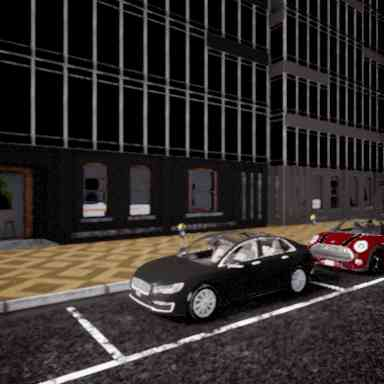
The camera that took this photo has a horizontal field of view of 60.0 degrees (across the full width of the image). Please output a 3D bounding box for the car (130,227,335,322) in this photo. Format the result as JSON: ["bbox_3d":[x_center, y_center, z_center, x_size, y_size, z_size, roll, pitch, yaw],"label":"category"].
[{"bbox_3d":[0.837,1.561,7.158,4.403,1.369,2.008,0,0,-36],"label":"car"}]

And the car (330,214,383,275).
[{"bbox_3d":[5.472,1.459,10.465,4.097,1.590,1.967,0,0,-36],"label":"car"}]
